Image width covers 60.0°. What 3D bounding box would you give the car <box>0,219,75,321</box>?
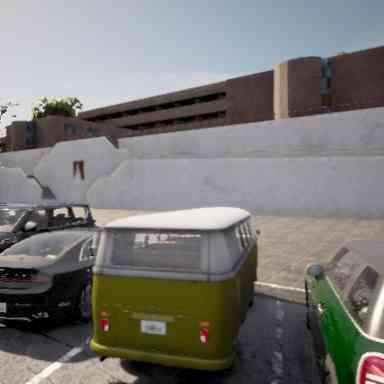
[{"bbox_3d":[-2.318,1.543,7.443,2.231,1.521,4.892,0,-1,15],"label":"car"}]

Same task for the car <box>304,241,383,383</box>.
[{"bbox_3d":[2.533,1.364,3.958,2.185,1.767,4.553,0,-1,15],"label":"car"}]

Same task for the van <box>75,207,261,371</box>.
[{"bbox_3d":[0.142,1.292,5.834,1.878,1.987,4.442,0,-1,15],"label":"van"}]

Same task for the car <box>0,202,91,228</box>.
[{"bbox_3d":[-4.746,1.316,9.155,2.435,2.045,5.566,0,-1,15],"label":"car"}]
